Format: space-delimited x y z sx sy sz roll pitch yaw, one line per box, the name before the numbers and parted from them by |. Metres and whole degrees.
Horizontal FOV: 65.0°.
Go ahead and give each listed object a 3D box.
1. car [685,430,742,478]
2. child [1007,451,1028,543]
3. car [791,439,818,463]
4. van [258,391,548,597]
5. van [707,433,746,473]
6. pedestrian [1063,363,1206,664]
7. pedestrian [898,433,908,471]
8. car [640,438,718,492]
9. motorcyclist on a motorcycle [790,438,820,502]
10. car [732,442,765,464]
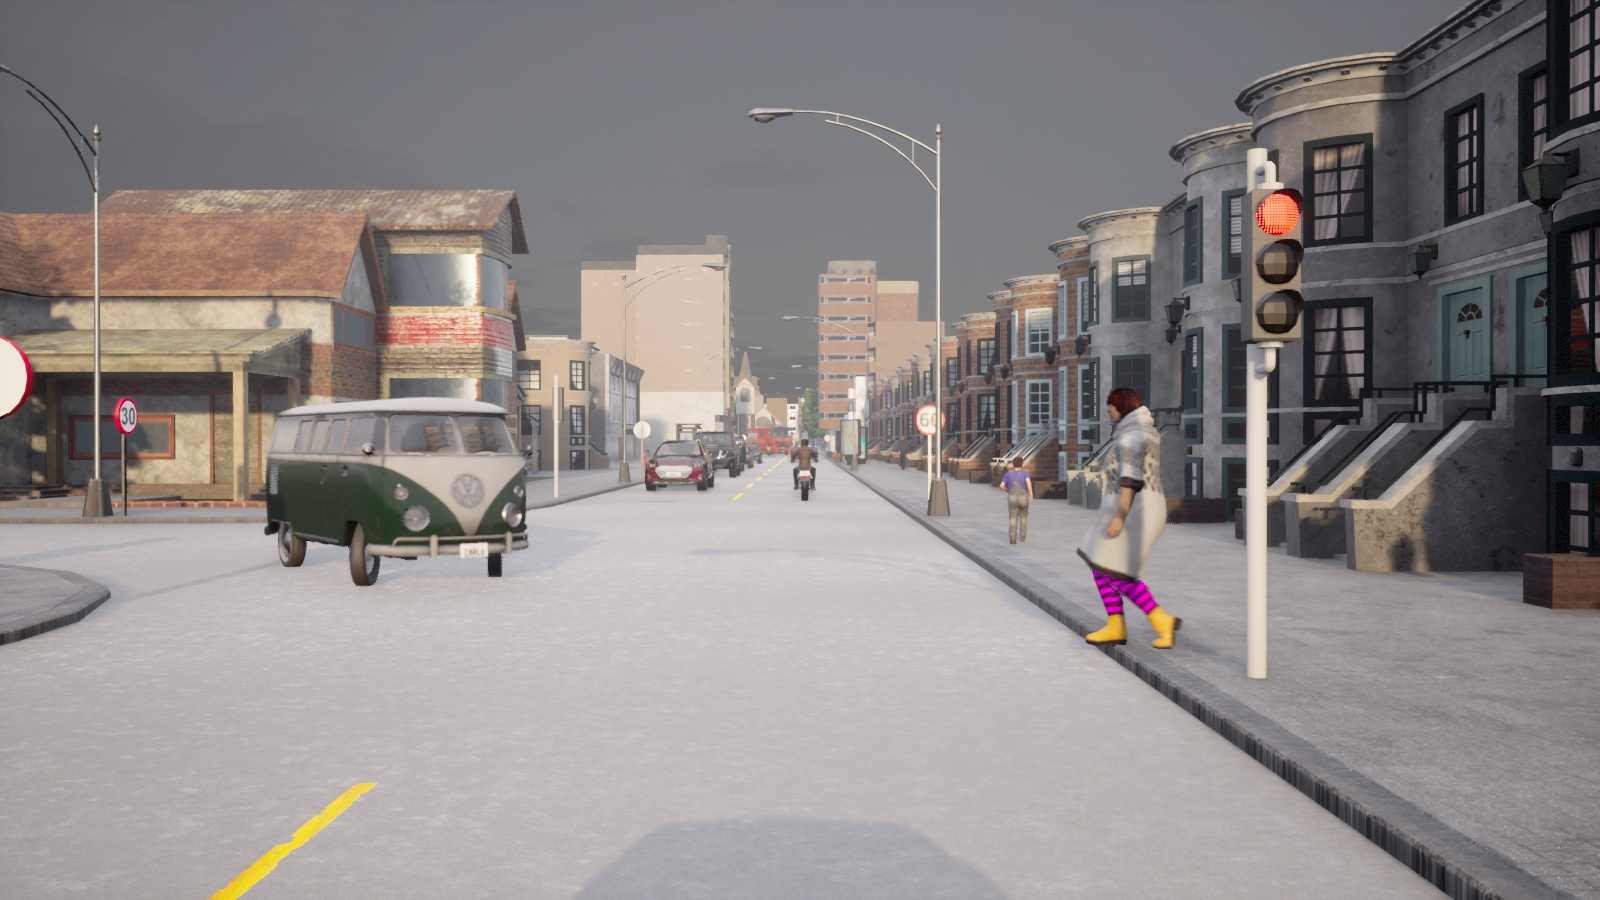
car | -3.803 0.147 55.891 2.150 2.045 5.566 0 0 0
child | 3.026 0.640 17.458 0.270 1.263 0.437 0 0 12
car | 0.349 0.059 96.678 2.097 1.767 4.553 0 0 0
van | -4.706 0.413 14.447 1.775 1.987 4.442 0 0 -37
van | -3.767 0.128 65.187 1.775 1.987 4.442 0 0 0
pedestrian | 2.297 0.409 8.597 0.873 1.952 0.659 0 0 21
pedestrian | 5.198 0.102 63.515 0.423 1.949 0.788 0 0 12
car | -3.853 0.443 40.826 2.033 1.649 4.856 0 0 0
motorcyclist on a motorcycle | 0.124 0.508 33.488 0.766 1.649 2.350 0 0 0
car | -3.676 0.192 89.870 2.128 1.511 4.902 0 0 0
